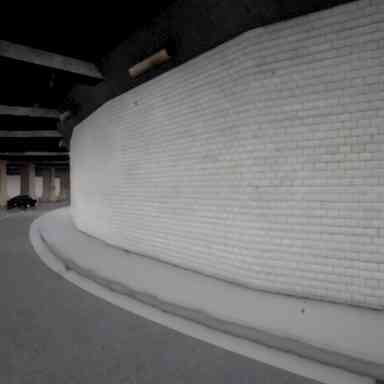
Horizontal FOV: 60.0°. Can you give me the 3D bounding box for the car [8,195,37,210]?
[{"bbox_3d":[-18.982,1.117,37.459,1.882,1.535,5.008,-1,1,-10],"label":"car"}]
